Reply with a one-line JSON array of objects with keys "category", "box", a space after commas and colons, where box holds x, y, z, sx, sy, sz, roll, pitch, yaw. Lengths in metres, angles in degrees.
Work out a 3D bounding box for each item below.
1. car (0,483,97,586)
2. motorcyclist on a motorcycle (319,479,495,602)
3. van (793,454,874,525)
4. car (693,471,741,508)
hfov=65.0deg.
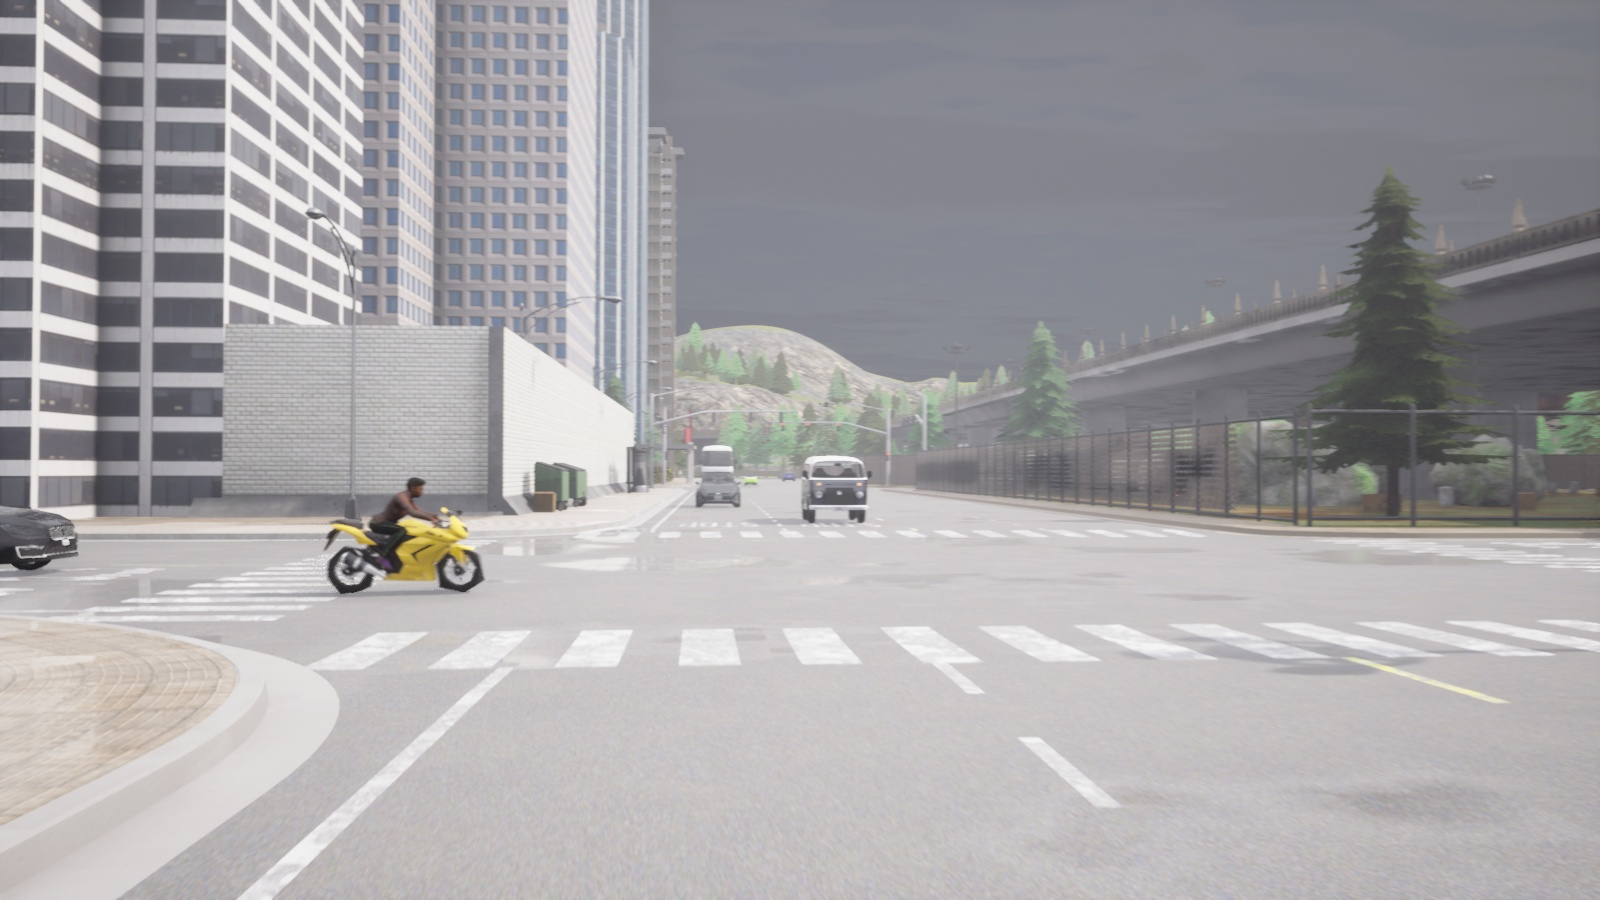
[{"category": "car", "box": [-13.776, 1.273, 19.265, 4.892, 1.490, 1.837, 0, -1, -4]}, {"category": "motorcyclist on a motorcycle", "box": [-5.079, 1.151, 16.329, 2.044, 1.523, 0.797, 0, -1, -4]}, {"category": "van", "box": [0.967, 1.183, 38.827, 2.069, 2.038, 4.480, 0, -1, -4]}, {"category": "car", "box": [-3.583, 1.690, 54.245, 2.007, 1.525, 4.514, 0, -1, -4]}]
